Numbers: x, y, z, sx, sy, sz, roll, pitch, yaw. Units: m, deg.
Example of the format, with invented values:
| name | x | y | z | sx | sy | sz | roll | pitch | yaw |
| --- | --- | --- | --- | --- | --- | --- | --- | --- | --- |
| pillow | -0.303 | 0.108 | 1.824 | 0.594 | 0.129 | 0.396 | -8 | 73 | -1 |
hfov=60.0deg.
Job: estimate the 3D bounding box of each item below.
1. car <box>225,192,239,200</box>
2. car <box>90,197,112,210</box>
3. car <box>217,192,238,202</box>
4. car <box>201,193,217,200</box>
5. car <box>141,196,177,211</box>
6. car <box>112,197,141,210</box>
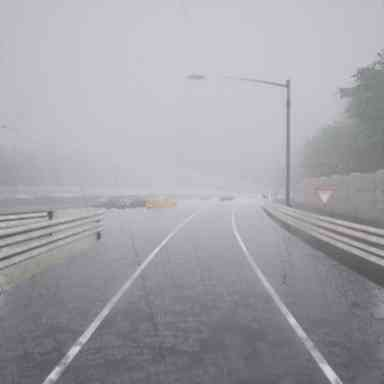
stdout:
| name | x | y | z | sx | sy | sz | roll | pitch | yaw |
| --- | --- | --- | --- | --- | --- | --- | --- | --- | --- |
| car | 9.573 | 0.956 | 79.568 | 2.097 | 1.767 | 4.553 | 0 | 0 | 21 |
| car | -9.827 | 1.307 | 39.702 | 2.033 | 1.411 | 5.357 | 0 | 0 | 21 |
| car | 6.638 | 1.149 | 62.497 | 1.895 | 1.301 | 4.718 | 0 | 0 | 21 |
| car | 3.393 | 1.109 | 73.399 | 2.128 | 1.511 | 4.902 | 0 | 0 | 21 |
| car | -3.317 | 1.211 | 37.149 | 1.882 | 1.535 | 5.008 | -1 | 1 | 21 |
| car | -6.569 | 1.304 | 38.423 | 2.033 | 1.411 | 5.357 | 0 | 1 | 21 |
